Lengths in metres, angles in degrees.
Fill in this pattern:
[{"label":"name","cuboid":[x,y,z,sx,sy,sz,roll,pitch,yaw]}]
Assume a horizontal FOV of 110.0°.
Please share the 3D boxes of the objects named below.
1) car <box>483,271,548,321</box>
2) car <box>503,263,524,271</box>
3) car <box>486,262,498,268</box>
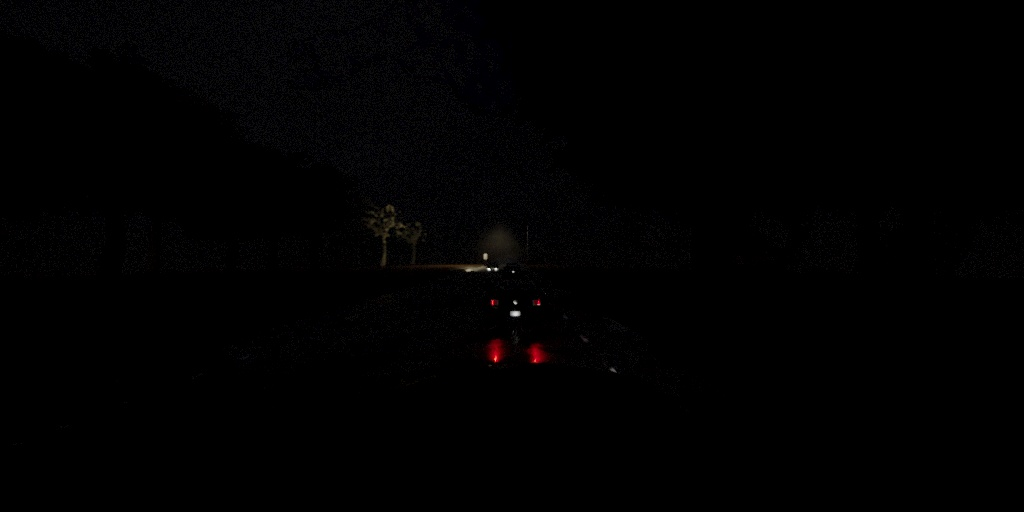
[{"label":"car","cuboid":[0.110,1.361,12.462,1.895,1.301,4.718,0,0,0]},{"label":"car","cuboid":[0.112,1.363,33.367,1.994,1.385,4.181,0,0,0]},{"label":"car","cuboid":[-3.497,1.504,65.105,1.994,1.385,4.181,0,0,1]}]
